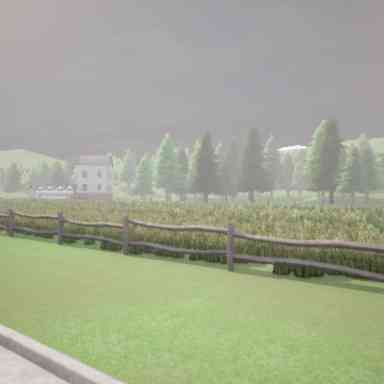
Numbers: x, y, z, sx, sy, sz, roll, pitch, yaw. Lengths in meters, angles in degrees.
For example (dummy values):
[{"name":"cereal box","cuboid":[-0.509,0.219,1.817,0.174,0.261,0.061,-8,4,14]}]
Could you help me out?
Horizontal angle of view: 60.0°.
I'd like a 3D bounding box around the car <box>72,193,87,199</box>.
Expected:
[{"name":"car","cuboid":[-29.388,1.209,87.025,4.605,1.855,1.932,0,0,35]}]
